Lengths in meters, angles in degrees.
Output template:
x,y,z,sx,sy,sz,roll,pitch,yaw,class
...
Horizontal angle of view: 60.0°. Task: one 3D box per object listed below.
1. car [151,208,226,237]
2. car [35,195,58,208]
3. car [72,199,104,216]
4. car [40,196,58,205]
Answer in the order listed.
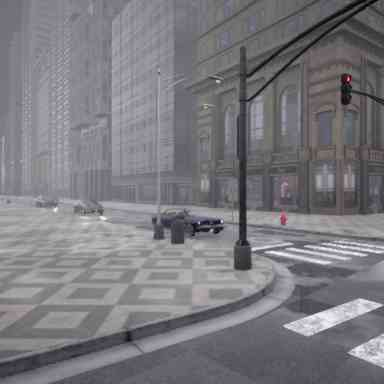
x,y,z,sx,sy,sz,roll,pitch,yaw,class
-0.316,1.549,17.983,1.895,1.301,4.718,0,0,-35,car
-20.266,1.271,46.195,2.097,1.767,4.553,0,0,-35,car
-9.872,1.411,31.421,1.837,1.490,4.892,0,0,-35,car
-25.093,1.446,58.333,1.895,1.301,4.718,0,0,-36,car
